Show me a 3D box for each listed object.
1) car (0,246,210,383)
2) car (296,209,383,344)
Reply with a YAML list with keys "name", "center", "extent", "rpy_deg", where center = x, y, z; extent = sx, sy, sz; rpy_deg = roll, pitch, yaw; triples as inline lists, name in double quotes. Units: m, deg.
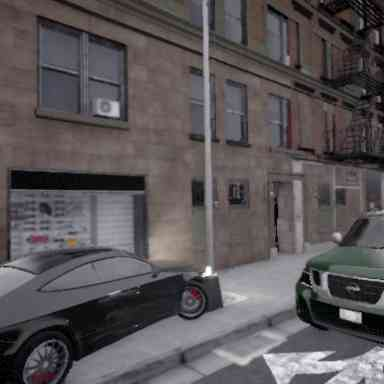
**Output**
- name: "car"
  center: [-1.586, 1.582, 5.246]
  extent: [1.812, 1.442, 4.674]
  rpy_deg: [-3, -2, 36]
- name: "car"
  center: [4.245, 1.335, 6.306]
  extent: [5.566, 2.045, 2.150]
  rpy_deg: [0, -2, -40]
